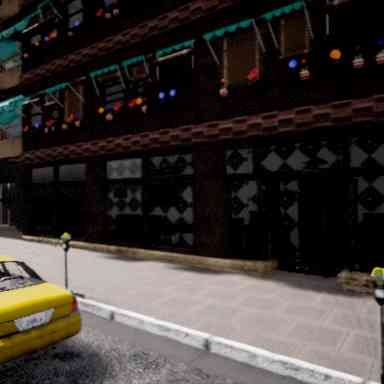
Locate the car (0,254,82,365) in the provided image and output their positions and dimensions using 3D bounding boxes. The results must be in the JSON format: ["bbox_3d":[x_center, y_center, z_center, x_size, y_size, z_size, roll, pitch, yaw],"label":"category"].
[{"bbox_3d":[-3.826,1.562,5.457,4.829,1.417,1.752,0,-1,35],"label":"car"}]
